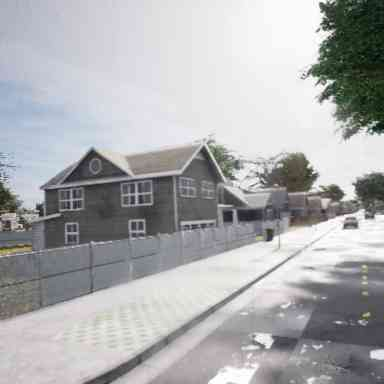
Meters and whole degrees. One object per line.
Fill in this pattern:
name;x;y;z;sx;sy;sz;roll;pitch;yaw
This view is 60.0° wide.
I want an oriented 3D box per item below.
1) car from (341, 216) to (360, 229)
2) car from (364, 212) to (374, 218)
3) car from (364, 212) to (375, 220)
car;20.591;3.925;43.100;1.837;1.490;4.892;-5;-5;27
car;43.885;5.695;82.540;2.128;1.511;4.902;-5;-5;27
car;39.283;5.181;73.571;2.097;1.767;4.553;-5;-5;27
